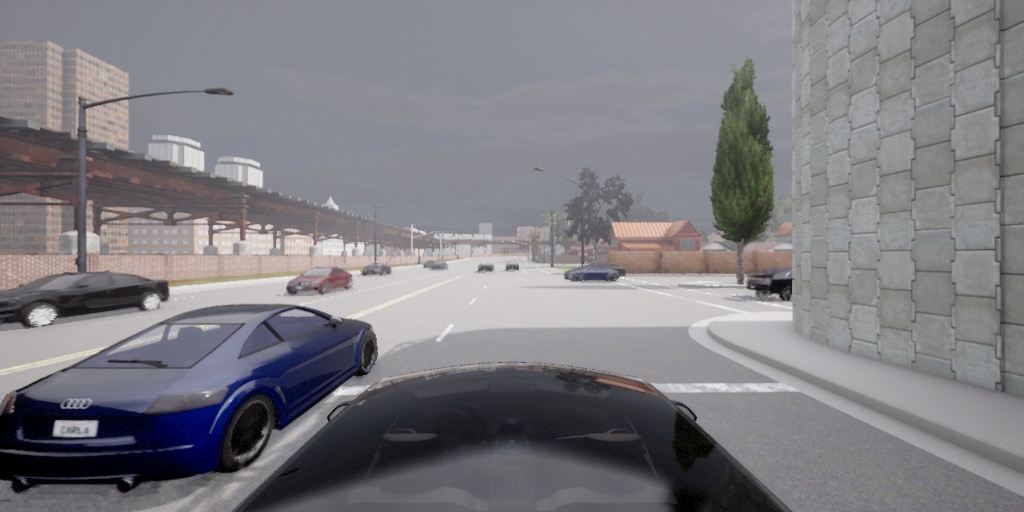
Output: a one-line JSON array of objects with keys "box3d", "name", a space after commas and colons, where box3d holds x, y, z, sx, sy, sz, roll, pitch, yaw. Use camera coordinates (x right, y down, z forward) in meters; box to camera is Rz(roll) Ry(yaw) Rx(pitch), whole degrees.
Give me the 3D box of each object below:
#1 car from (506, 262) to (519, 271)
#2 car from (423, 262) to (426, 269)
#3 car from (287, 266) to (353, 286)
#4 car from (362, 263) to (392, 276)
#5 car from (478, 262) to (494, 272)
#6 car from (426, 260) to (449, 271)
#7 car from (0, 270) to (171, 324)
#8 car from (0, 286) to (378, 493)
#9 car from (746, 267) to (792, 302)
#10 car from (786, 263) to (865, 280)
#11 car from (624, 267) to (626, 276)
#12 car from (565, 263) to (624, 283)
[{"box3d": [0.085, 1.478, 51.882, 1.895, 1.301, 4.718, 0, 0, 1], "name": "car"}, {"box3d": [-13.965, 1.429, 61.827, 1.812, 1.442, 4.674, 0, 0, 0], "name": "car"}, {"box3d": [-10.572, 1.323, 20.153, 1.812, 1.442, 4.674, 0, 0, 0], "name": "car"}, {"box3d": [-14.071, 1.405, 37.562, 1.994, 1.385, 4.181, 0, 0, 0], "name": "car"}, {"box3d": [-3.423, 1.469, 47.851, 1.895, 1.301, 4.718, 0, 0, 1], "name": "car"}, {"box3d": [-10.543, 1.427, 52.414, 2.033, 1.411, 5.357, 0, 0, 0], "name": "car"}, {"box3d": [-14.092, 1.253, 11.674, 1.882, 1.535, 5.008, 0, 0, 0], "name": "car"}, {"box3d": [-3.407, 1.322, 4.810, 1.994, 1.385, 4.181, 0, 0, 0], "name": "car"}, {"box3d": [13.738, 1.280, 16.832, 4.902, 1.511, 2.128, 0, 0, 1], "name": "car"}, {"box3d": [27.910, 1.374, 32.060, 5.357, 1.411, 2.033, 0, 0, 0], "name": "car"}, {"box3d": [7.611, 1.331, 31.889, 4.892, 1.490, 1.837, 0, 0, 0], "name": "car"}, {"box3d": [6.291, 1.382, 28.403, 4.181, 1.385, 1.994, 0, 0, 0], "name": "car"}]
